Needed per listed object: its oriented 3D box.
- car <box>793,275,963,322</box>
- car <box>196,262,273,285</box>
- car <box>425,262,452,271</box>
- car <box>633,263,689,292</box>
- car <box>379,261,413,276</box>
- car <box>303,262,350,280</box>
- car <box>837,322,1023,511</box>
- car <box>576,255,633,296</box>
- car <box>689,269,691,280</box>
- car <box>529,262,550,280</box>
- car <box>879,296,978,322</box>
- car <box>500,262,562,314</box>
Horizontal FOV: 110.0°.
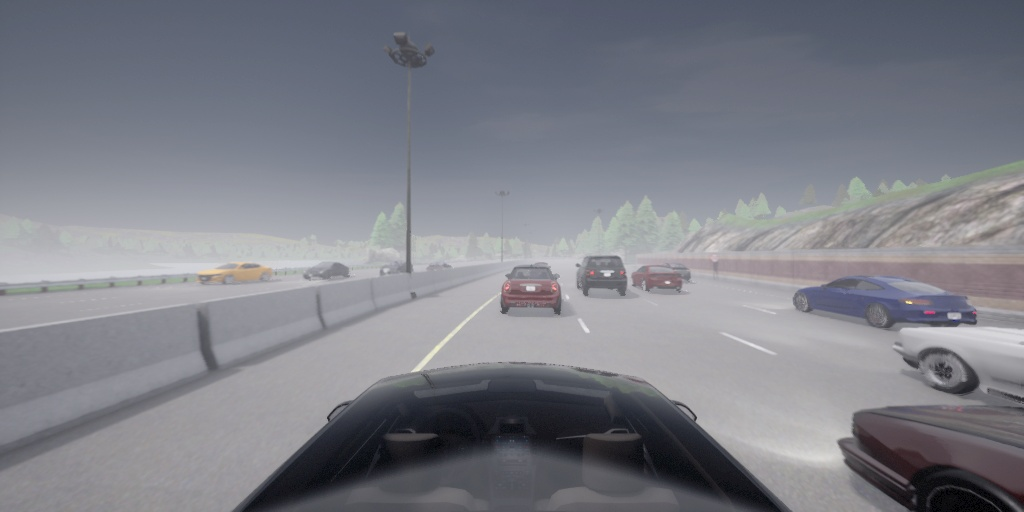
[{"bbox_3d":[11.073,1.309,11.131,1.812,1.442,4.674,0,0,4],"label":"car"},{"bbox_3d":[-19.471,1.169,25.425,1.882,1.535,5.008,0,0,6],"label":"car"},{"bbox_3d":[-7.683,1.290,37.766,1.994,1.385,4.181,0,0,6],"label":"car"},{"bbox_3d":[8.487,1.253,21.470,1.882,1.535,5.008,0,0,5],"label":"car"},{"bbox_3d":[-11.416,1.207,35.614,2.128,1.511,4.902,0,0,6],"label":"car"},{"bbox_3d":[-15.473,1.229,30.239,1.812,1.442,4.674,0,0,6],"label":"car"},{"bbox_3d":[3.640,1.309,0.464,2.033,1.411,5.357,0,0,0],"label":"car"},{"bbox_3d":[4.799,0.986,19.778,2.150,2.045,5.566,0,0,5],"label":"car"},{"bbox_3d":[12.735,1.279,28.924,2.128,1.511,4.902,0,0,6],"label":"car"},{"bbox_3d":[2.579,1.283,32.915,1.812,1.442,4.674,0,0,6],"label":"car"},{"bbox_3d":[7.179,1.372,3.719,1.895,1.301,4.718,0,0,1],"label":"car"},{"bbox_3d":[0.789,1.104,14.049,2.097,1.767,4.553,0,0,5],"label":"car"}]
